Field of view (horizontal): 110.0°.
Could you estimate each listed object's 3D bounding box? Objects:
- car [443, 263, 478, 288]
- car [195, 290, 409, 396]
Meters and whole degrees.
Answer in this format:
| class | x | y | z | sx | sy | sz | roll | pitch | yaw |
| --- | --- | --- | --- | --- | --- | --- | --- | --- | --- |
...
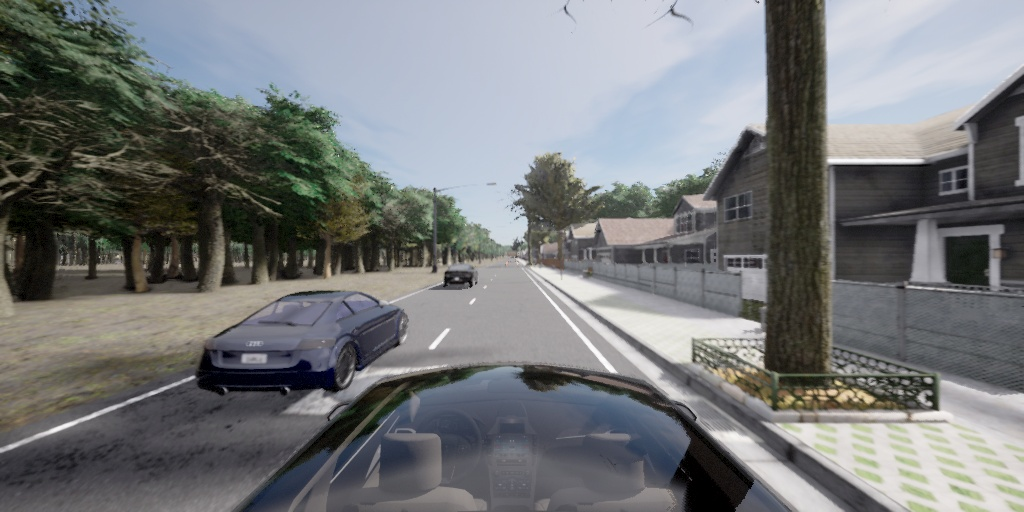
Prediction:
| class | x | y | z | sx | sy | sz | roll | pitch | yaw |
| --- | --- | --- | --- | --- | --- | --- | --- | --- | --- |
| car | -3.395 | 1.258 | 24.493 | 1.882 | 1.535 | 5.008 | 0 | 0 | 0 |
| car | -3.397 | 1.320 | 6.733 | 1.994 | 1.385 | 4.181 | 0 | 0 | 0 |
